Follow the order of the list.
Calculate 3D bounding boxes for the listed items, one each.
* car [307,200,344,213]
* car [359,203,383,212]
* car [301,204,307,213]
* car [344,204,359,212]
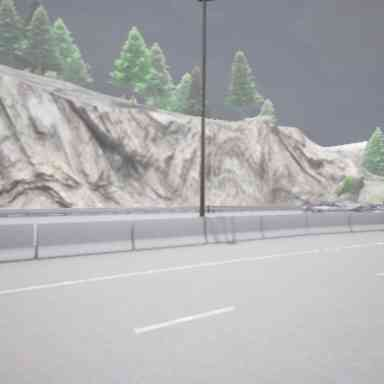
[{"bbox_3d":[15.189,1.842,35.930,4.718,1.301,1.895,1,0,-23],"label":"car"},{"bbox_3d":[17.615,1.745,29.335,4.902,1.511,2.128,1,0,-23],"label":"car"},{"bbox_3d":[15.353,1.743,39.759,4.902,1.511,2.128,1,0,-22],"label":"car"},{"bbox_3d":[17.820,1.828,33.211,4.181,1.385,1.994,1,0,-23],"label":"car"}]
